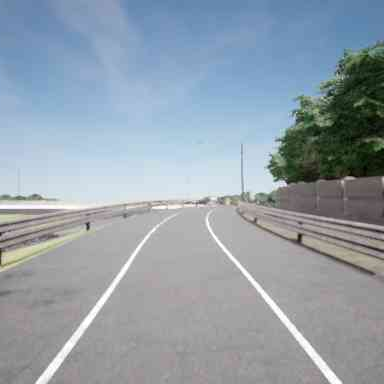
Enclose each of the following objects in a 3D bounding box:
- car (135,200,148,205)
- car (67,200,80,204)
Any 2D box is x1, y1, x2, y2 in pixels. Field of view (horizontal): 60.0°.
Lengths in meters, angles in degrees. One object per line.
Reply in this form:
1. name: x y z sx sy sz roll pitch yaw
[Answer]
1. car: -13.360 2.982 88.162 4.553 1.767 2.097 1 -4 -22
2. car: -28.798 2.856 83.368 4.674 1.442 1.812 1 -4 -14
